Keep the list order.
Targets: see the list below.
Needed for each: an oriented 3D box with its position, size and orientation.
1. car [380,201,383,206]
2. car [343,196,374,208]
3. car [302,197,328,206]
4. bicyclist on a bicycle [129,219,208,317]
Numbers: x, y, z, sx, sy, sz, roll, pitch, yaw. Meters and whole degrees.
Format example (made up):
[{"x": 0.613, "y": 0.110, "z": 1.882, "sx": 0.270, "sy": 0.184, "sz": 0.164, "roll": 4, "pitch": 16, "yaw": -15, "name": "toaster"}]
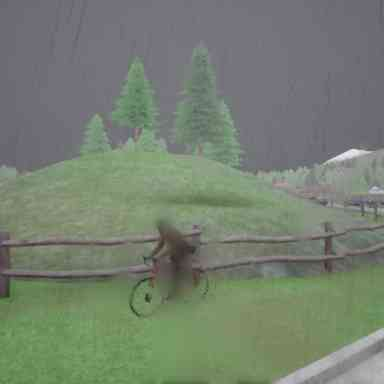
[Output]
[{"x": 28.513, "y": 1.523, "z": 46.500, "sx": 1.812, "sy": 1.442, "sz": 4.674, "roll": 0, "pitch": 0, "yaw": -12, "name": "car"}, {"x": 24.387, "y": 1.350, "z": 48.755, "sx": 2.097, "sy": 1.767, "sz": 4.553, "roll": 0, "pitch": 0, "yaw": -16, "name": "car"}, {"x": 19.599, "y": 1.503, "z": 53.076, "sx": 1.837, "sy": 1.490, "sz": 4.892, "roll": 0, "pitch": 0, "yaw": -16, "name": "car"}, {"x": -0.360, "y": 1.297, "z": 5.885, "sx": 1.656, "sy": 1.620, "sz": 0.582, "roll": -1, "pitch": 1, "yaw": -36, "name": "bicyclist on a bicycle"}]
